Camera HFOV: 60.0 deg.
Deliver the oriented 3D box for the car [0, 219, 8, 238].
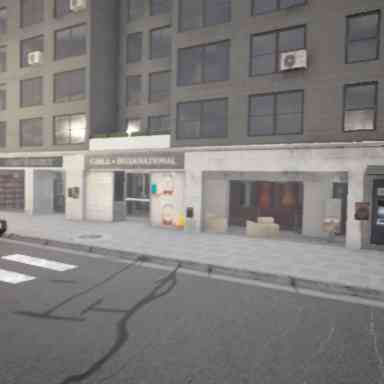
[{"bbox_3d":[-8.397,1.041,11.063,4.718,1.301,1.895,2,2,29],"label":"car"}]
